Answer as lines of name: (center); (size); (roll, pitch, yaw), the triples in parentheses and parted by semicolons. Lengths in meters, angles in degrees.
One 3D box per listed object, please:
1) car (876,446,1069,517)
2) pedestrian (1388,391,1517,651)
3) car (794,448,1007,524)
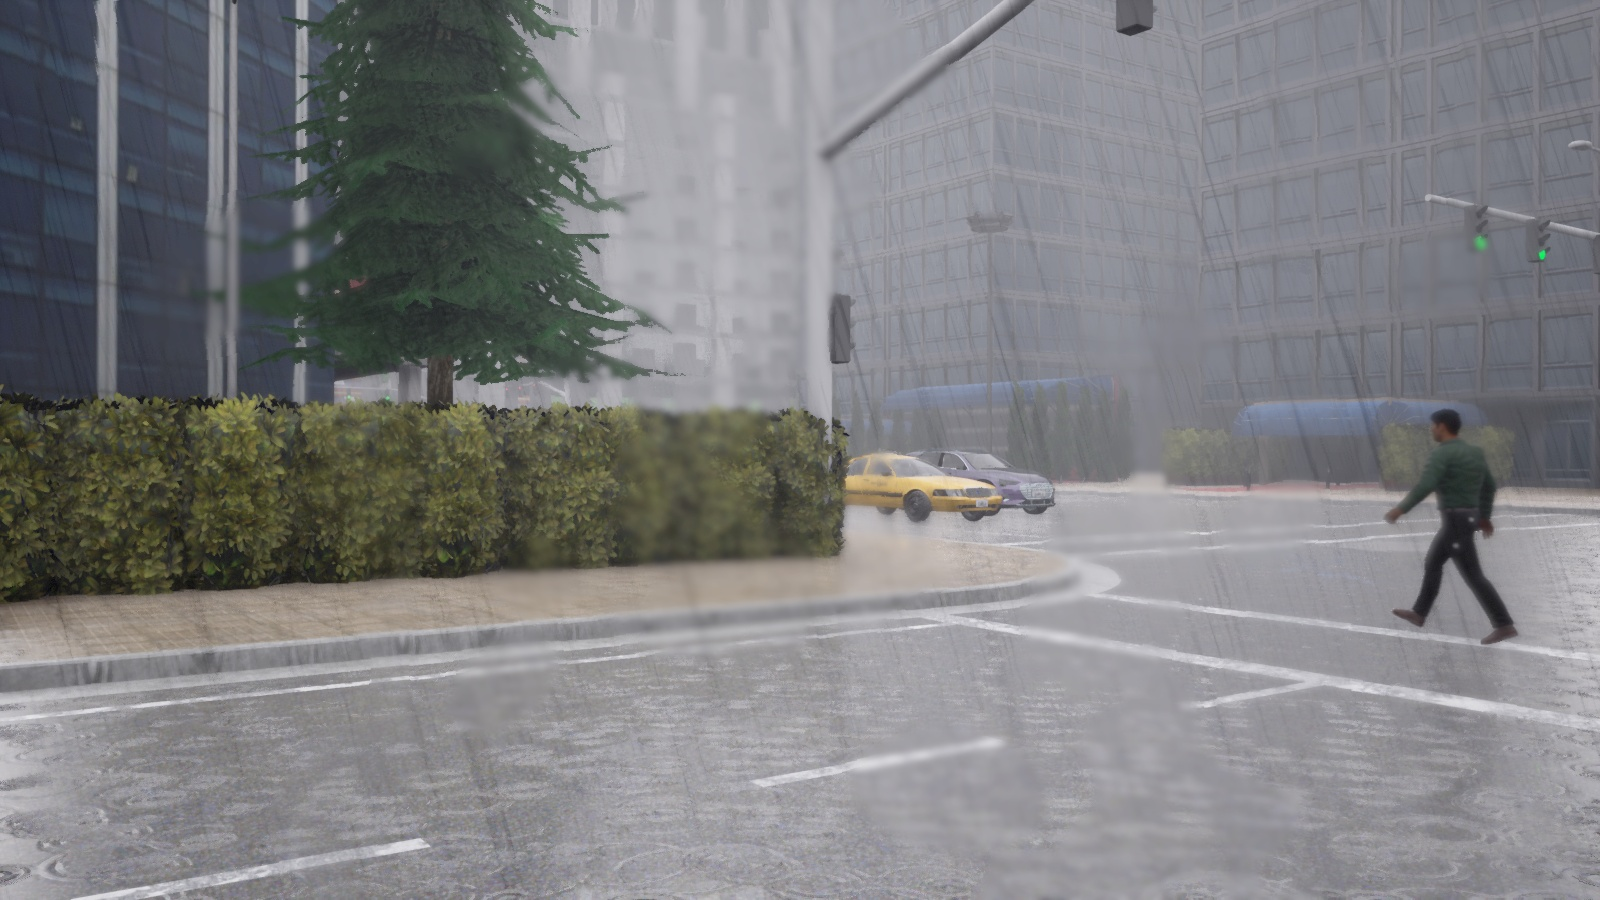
car: (4.245, 0.743, 31.635); (2.033, 1.649, 4.856); (0, 0, -35)
pedestrian: (5.114, 0.536, 9.858); (0.423, 1.949, 0.788); (0, 0, -35)
car: (2.141, 0.749, 28.553); (1.801, 1.575, 5.366); (0, 0, -35)
